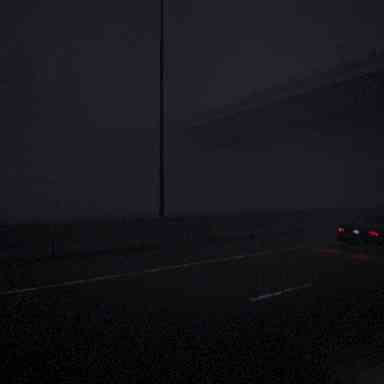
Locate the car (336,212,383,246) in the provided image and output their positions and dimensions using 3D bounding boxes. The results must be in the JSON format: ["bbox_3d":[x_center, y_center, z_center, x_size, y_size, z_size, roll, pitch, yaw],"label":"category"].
[{"bbox_3d":[8.269,1.560,14.066,5.357,1.411,2.033,0,0,-35],"label":"car"}]
